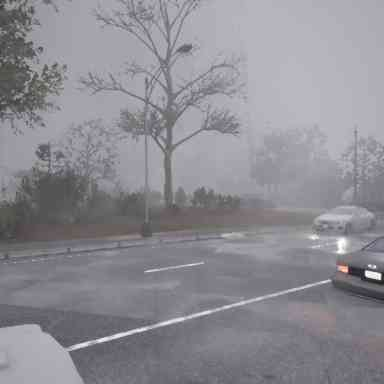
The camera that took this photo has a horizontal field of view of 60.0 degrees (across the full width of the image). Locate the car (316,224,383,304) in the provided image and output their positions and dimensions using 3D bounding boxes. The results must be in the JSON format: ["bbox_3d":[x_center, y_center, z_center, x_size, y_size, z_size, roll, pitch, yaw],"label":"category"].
[{"bbox_3d":[5.337,1.547,7.427,5.357,1.411,2.033,0,0,-34],"label":"car"}]

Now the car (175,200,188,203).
[{"bbox_3d":[-1.801,1.771,66.300,2.033,1.411,5.357,0,-1,-22],"label":"car"}]

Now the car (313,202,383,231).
[{"bbox_3d":[8.818,1.525,18.987,4.674,1.442,1.812,0,0,-39],"label":"car"}]

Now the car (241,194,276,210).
[{"bbox_3d":[8.586,1.248,43.876,2.150,2.045,5.566,0,0,-27],"label":"car"}]

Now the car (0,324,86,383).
[{"bbox_3d":[-2.907,1.601,1.635,4.718,1.301,1.895,0,0,-36],"label":"car"}]

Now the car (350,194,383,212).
[{"bbox_3d":[18.590,1.215,33.052,2.150,2.045,5.566,0,1,-31],"label":"car"}]
